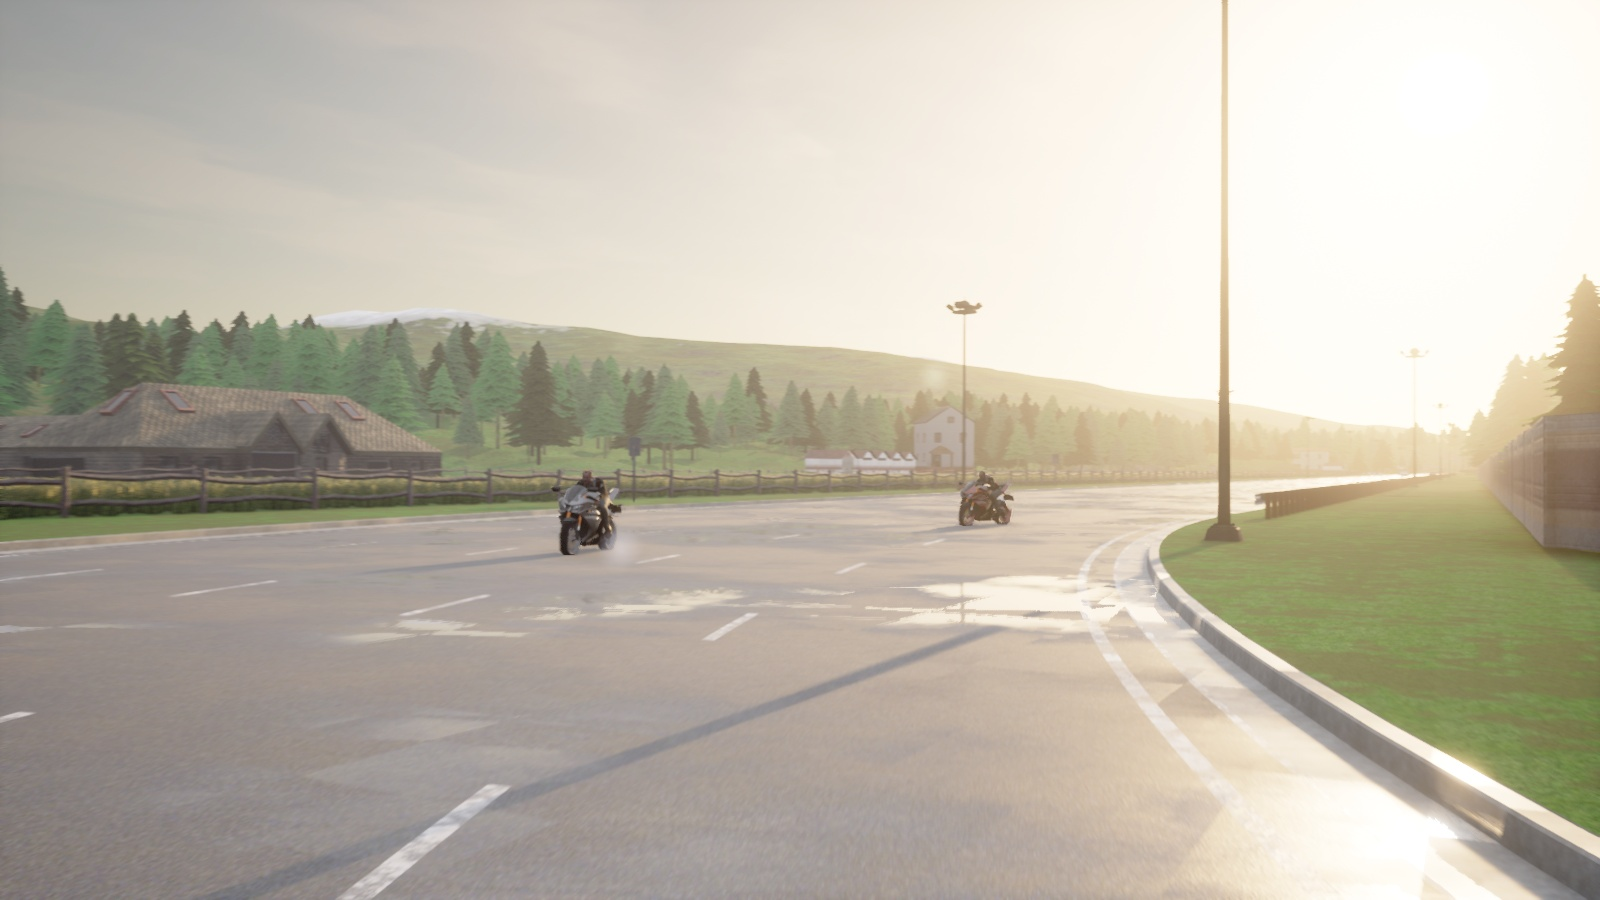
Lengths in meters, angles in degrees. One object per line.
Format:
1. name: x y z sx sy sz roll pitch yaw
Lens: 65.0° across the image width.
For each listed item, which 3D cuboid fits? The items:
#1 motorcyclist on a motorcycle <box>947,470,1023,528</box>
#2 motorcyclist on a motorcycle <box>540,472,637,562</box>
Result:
1. motorcyclist on a motorcycle: 5.032 1.299 34.114 2.191 1.530 0.866 1 -1 -44
2. motorcyclist on a motorcycle: -3.767 1.160 22.576 0.866 1.530 2.191 0 -1 15
